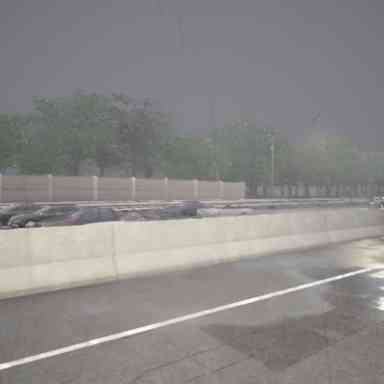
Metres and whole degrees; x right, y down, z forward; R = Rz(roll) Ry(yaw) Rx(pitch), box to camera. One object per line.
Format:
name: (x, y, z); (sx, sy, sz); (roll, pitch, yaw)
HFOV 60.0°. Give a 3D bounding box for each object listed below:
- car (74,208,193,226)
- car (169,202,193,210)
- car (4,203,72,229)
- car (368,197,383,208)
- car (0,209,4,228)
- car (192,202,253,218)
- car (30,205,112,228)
car: (-2.547, 1.600, 15.066); (4.718, 1.301, 1.895); (0, 0, -35)
car: (-0.243, 1.554, 29.430); (5.357, 1.411, 2.033); (0, 0, -37)
car: (-8.064, 1.503, 19.688); (4.892, 1.490, 1.837); (0, 0, -35)
car: (27.981, 1.558, 49.359); (4.902, 1.511, 2.128); (0, 0, -34)
car: (-10.910, 1.502, 21.109); (4.892, 1.490, 1.837); (0, 0, -39)
car: (2.686, 1.609, 27.359); (4.718, 1.301, 1.895); (0, 0, -35)
car: (-5.250, 1.546, 17.440); (5.357, 1.411, 2.033); (0, 0, -35)
